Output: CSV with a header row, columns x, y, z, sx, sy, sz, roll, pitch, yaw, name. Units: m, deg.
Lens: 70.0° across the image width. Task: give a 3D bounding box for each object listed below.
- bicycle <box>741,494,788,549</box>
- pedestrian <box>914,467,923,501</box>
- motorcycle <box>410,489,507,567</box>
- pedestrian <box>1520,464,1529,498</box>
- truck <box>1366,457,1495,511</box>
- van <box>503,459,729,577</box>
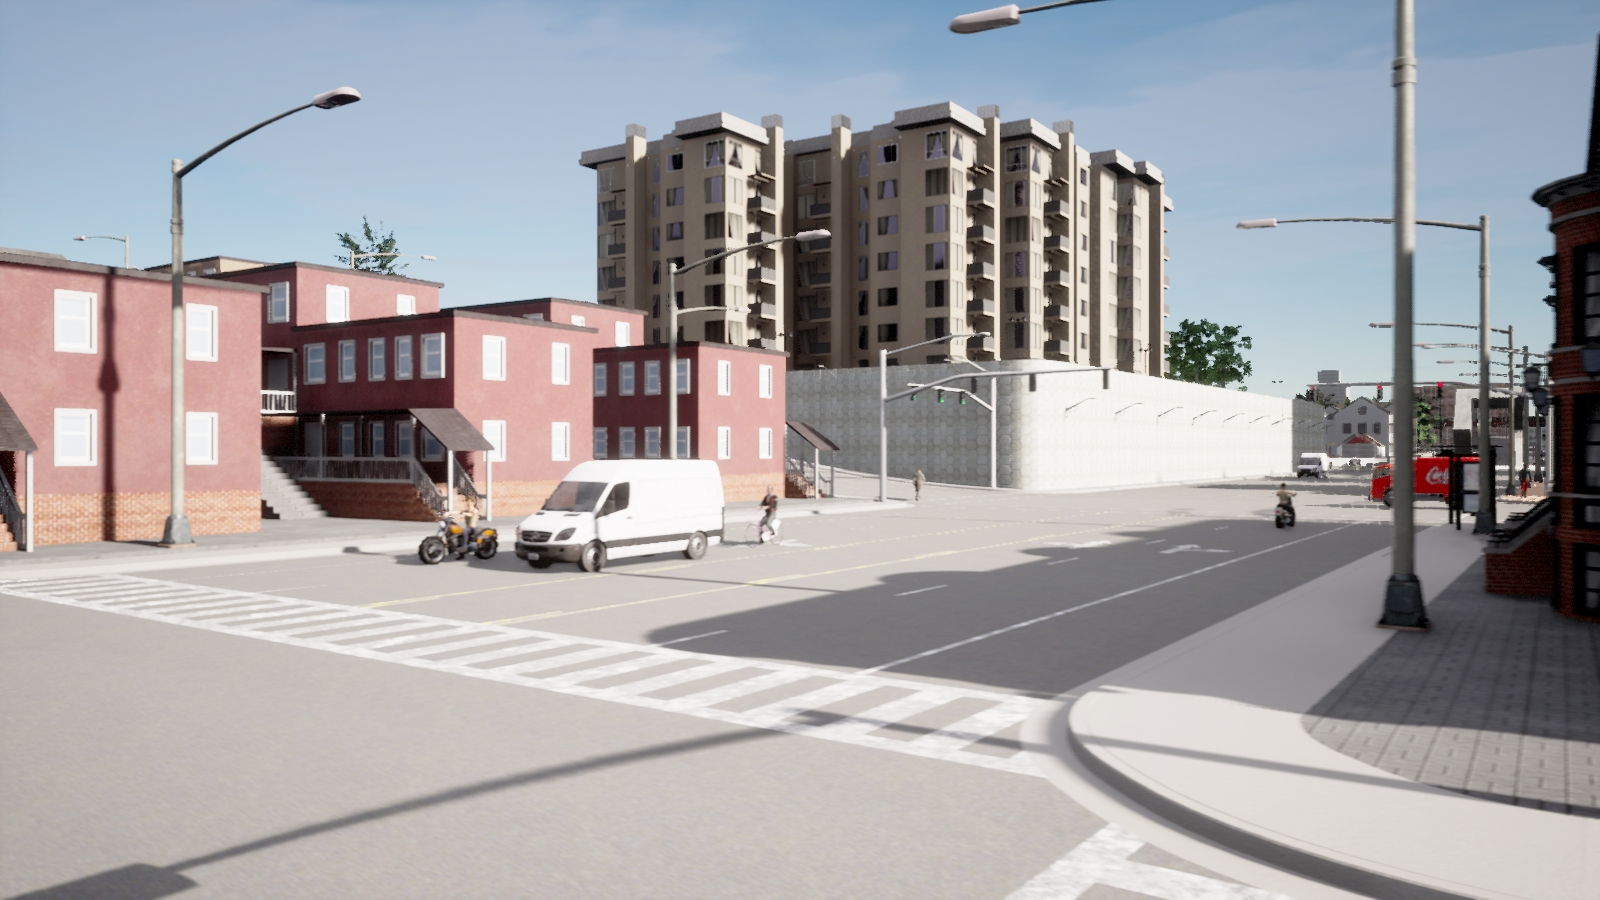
x,y,z,sx,sy,sz,roll,pitch,yaw,name
-1.007,2.047,33.106,0.329,1.496,1.835,-1,0,35,bicycle
6.410,1.829,61.900,0.375,1.860,0.375,0,0,26,pedestrian
-8.496,1.907,28.518,0.764,1.802,2.356,0,0,35,motorcycle
40.115,1.697,63.265,0.375,1.860,0.375,0,0,-43,pedestrian
30.289,1.567,54.908,5.204,2.467,2.627,0,0,34,truck
-4.371,1.535,28.304,1.988,2.561,5.915,0,0,35,van
